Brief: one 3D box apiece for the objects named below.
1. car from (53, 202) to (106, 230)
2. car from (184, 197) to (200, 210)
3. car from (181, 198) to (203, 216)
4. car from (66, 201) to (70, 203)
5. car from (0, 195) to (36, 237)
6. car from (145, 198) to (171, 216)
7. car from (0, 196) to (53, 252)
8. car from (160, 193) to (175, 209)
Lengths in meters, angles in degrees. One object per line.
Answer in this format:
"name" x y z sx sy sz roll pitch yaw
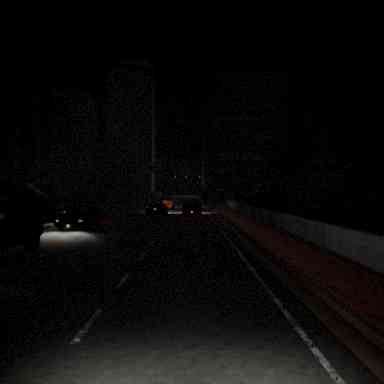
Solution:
"car" -7.090 1.556 21.696 2.033 1.411 5.357 0 0 0
"car" 0.060 1.508 45.058 2.128 1.511 4.902 0 0 1
"car" 0.014 1.519 32.302 1.837 1.490 4.892 0 1 0
"car" -10.559 1.537 27.889 1.812 1.442 4.674 0 0 0
"car" -10.594 1.229 17.528 2.150 2.045 5.566 0 0 0
"car" -3.477 1.577 33.308 1.994 1.385 4.181 0 0 0
"car" -7.101 1.226 11.338 2.150 2.045 5.566 0 0 0
"car" -3.455 1.369 44.963 2.097 1.767 4.553 0 0 0
